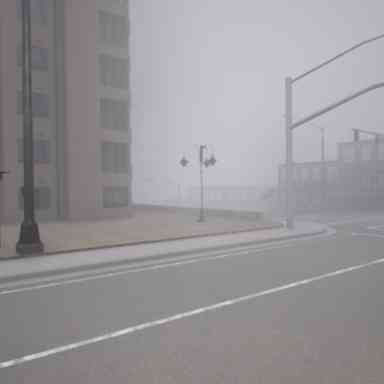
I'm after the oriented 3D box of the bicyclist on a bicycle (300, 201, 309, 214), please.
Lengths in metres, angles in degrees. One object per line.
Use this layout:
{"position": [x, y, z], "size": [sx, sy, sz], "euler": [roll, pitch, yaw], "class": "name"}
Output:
{"position": [13.776, 1.923, 40.814], "size": [1.656, 1.620, 0.582], "euler": [-1, -7, -35], "class": "bicyclist on a bicycle"}
